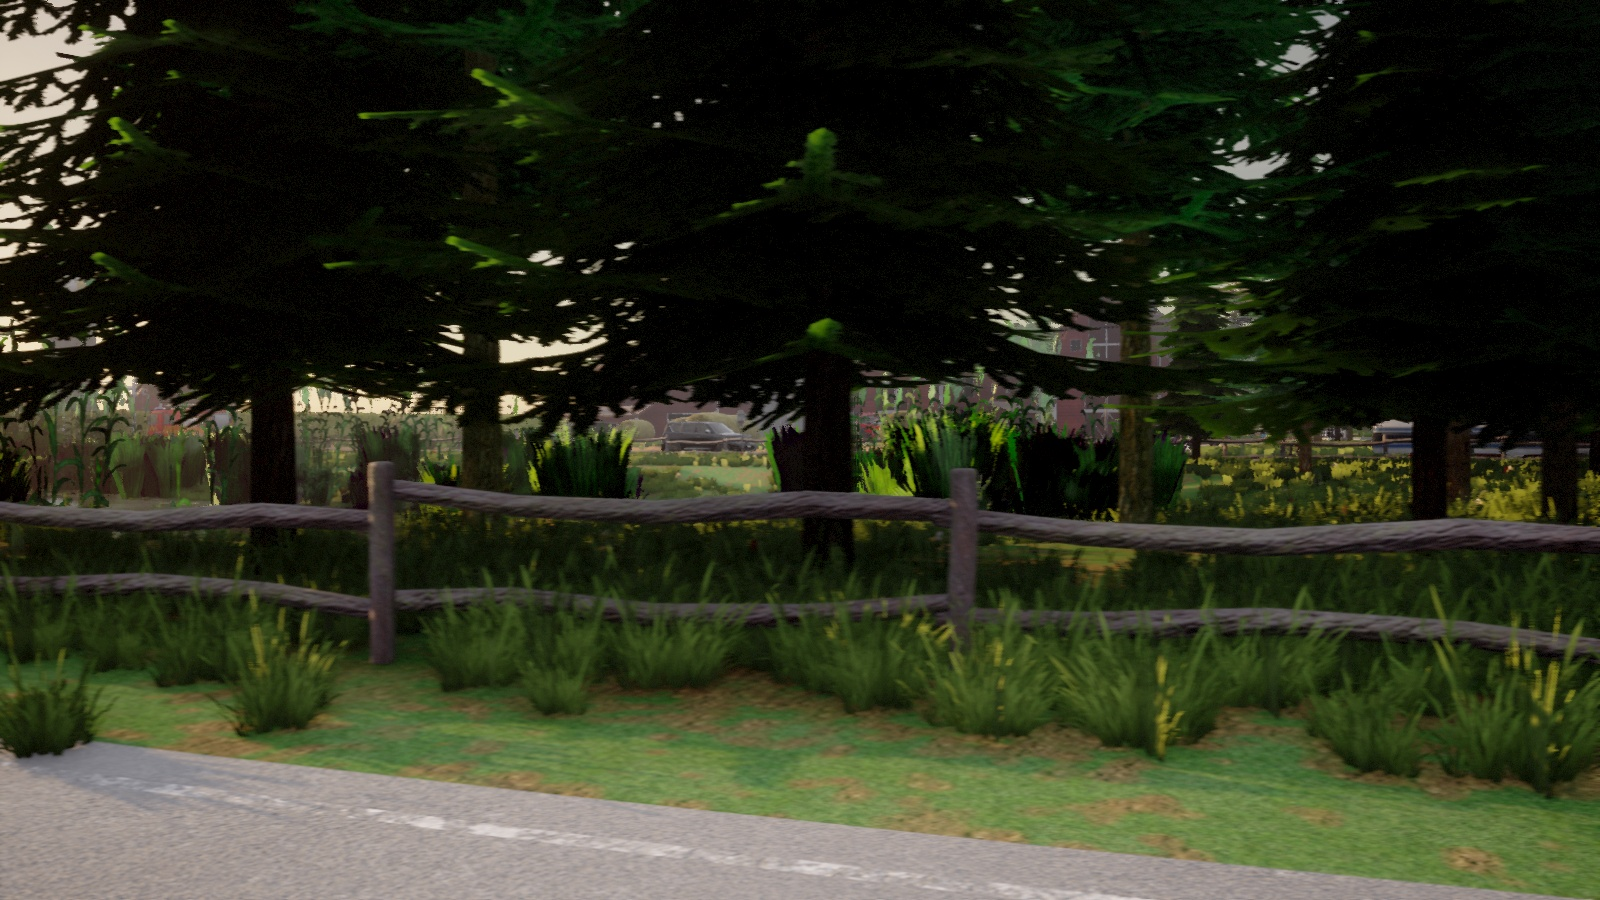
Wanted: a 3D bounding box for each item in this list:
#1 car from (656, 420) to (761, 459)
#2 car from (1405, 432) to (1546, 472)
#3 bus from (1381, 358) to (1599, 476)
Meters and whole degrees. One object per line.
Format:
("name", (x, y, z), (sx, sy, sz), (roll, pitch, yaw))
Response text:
("car", (-5.042, -0.600, 68.915), (5.566, 2.045, 2.150), (1, 1, 33))
("car", (27.925, 0.053, 51.981), (5.008, 1.535, 1.882), (1, 1, 32))
("bus", (28.002, -1.233, 47.770), (10.273, 4.253, 3.944), (1, 1, 32))
